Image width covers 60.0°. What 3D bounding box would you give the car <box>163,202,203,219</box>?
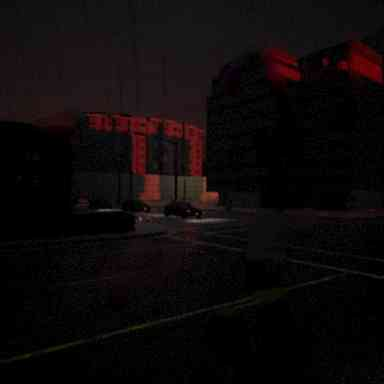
[{"bbox_3d":[-0.961,1.663,31.079,1.812,1.442,4.674,1,0,-37],"label":"car"}]

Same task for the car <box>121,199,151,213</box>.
[{"bbox_3d":[-6.571,1.629,38.513,2.128,1.511,4.902,1,0,-37],"label":"car"}]

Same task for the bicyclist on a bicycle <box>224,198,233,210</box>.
[{"bbox_3d":[4.632,1.523,41.902,1.656,1.620,0.582,0,0,-37],"label":"bicyclist on a bicycle"}]

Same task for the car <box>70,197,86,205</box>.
[{"bbox_3d":[-22.257,1.717,65.319,2.033,1.411,5.357,1,0,-37],"label":"car"}]

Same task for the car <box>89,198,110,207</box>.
[{"bbox_3d":[-16.004,1.770,57.148,1.895,1.301,4.718,1,0,-37],"label":"car"}]

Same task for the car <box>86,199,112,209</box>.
[{"bbox_3d":[-12.859,1.704,46.864,1.994,1.385,4.181,1,0,-37],"label":"car"}]
